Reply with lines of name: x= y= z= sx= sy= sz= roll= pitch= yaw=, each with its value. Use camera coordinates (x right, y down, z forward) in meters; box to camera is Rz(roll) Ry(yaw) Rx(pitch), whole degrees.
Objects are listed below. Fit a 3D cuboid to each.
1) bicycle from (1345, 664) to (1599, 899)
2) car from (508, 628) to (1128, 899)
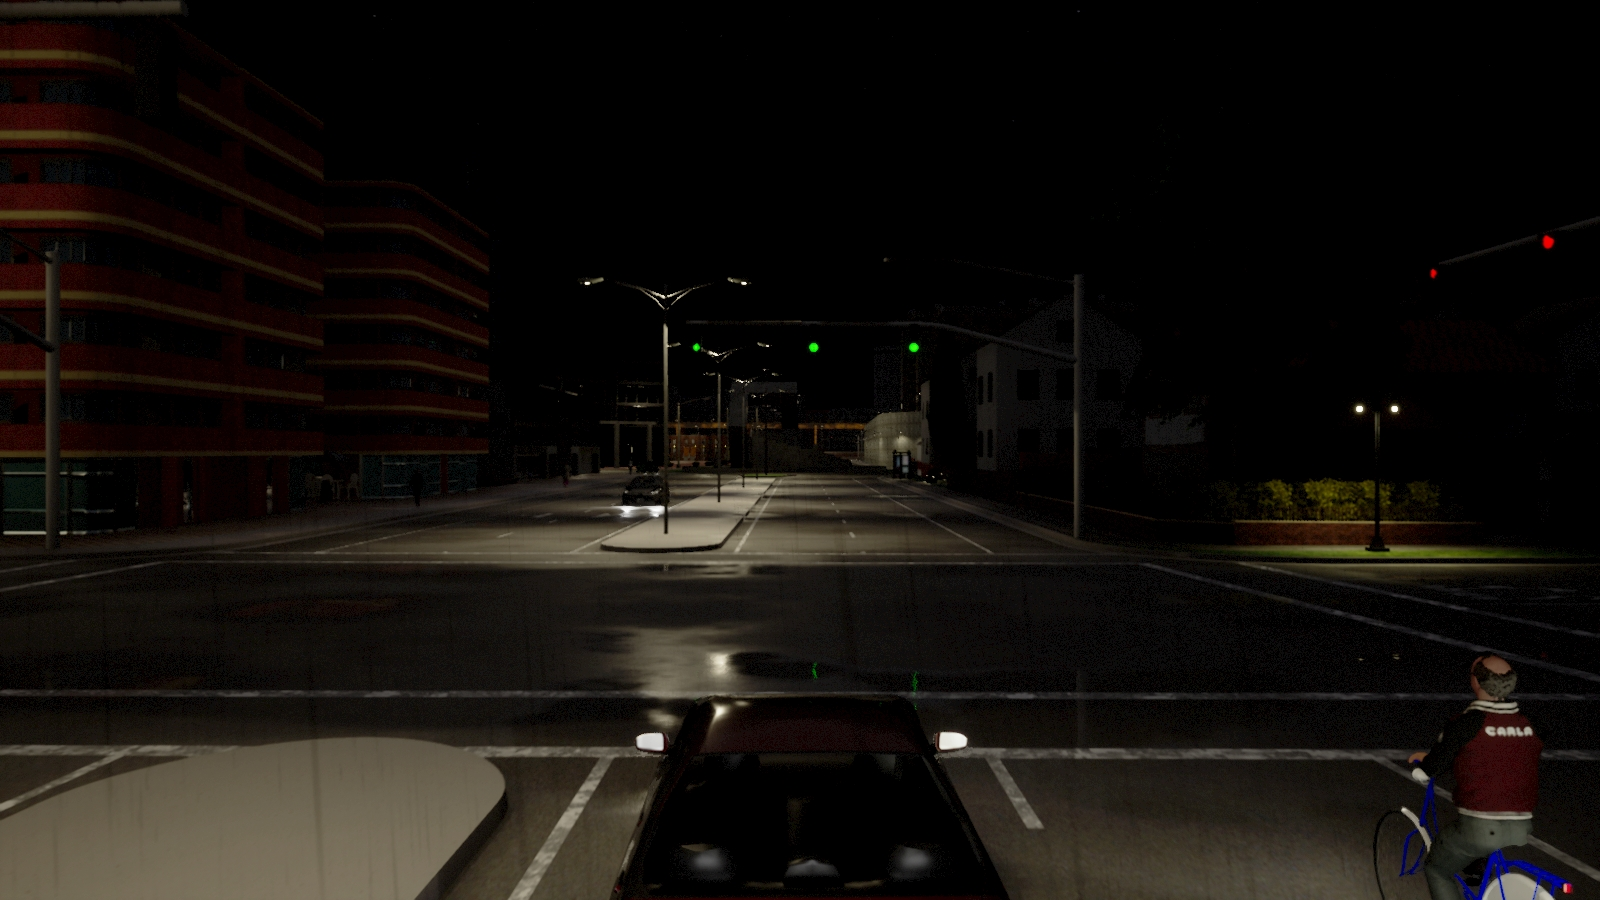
bicycle: x=3.490 y=2.053 z=6.061 sx=0.329 sy=1.496 sz=1.835 roll=0 pitch=0 yaw=0
car: x=0.027 y=2.045 z=5.952 sx=2.007 sy=1.525 sz=4.514 roll=0 pitch=0 yaw=-1
